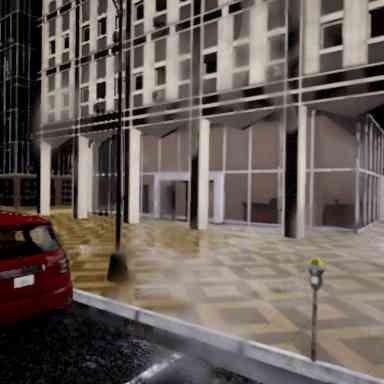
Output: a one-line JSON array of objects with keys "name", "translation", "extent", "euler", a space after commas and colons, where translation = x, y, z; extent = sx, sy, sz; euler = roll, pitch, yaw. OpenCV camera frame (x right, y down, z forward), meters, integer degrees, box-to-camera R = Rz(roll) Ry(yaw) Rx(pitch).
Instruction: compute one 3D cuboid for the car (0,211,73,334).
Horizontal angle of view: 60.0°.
[{"name": "car", "translation": [-4.196, 1.268, 5.890], "extent": [5.009, 1.841, 2.192], "euler": [1, 1, 36]}]
